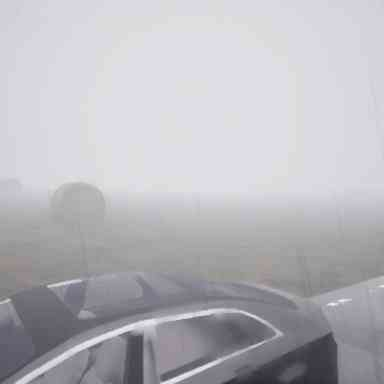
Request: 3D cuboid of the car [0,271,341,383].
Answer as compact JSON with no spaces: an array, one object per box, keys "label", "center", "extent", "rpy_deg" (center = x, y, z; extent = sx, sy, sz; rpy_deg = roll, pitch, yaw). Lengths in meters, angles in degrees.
[{"label":"car","center":[-0.887,1.491,2.439],"extent":[4.902,1.511,2.128],"rpy_deg":[0,0,-36]}]
